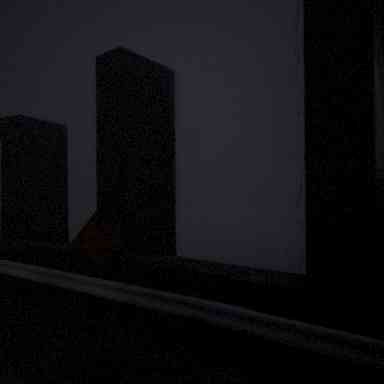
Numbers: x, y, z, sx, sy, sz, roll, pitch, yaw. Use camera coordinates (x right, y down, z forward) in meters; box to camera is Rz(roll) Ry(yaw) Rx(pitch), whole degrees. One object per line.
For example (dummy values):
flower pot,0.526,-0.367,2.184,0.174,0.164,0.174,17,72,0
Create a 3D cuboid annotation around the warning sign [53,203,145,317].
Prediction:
warning sign,-1.749,1.160,6.380,1.060,1.860,1.300,-1,0,34
